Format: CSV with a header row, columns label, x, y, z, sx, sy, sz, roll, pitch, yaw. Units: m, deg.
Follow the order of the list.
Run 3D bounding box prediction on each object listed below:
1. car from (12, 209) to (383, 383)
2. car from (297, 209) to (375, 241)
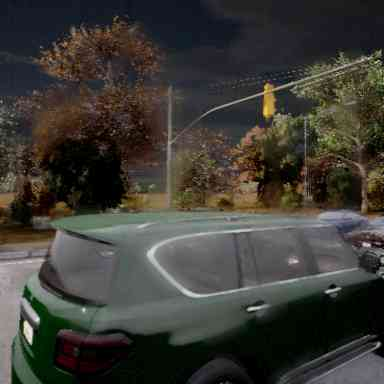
label,x,y,z,sx,sy,sz,roll,pitch,yaw
car,0.814,1.256,4.335,5.566,2.045,2.150,1,0,-36
car,8.015,1.712,18.329,4.674,1.442,1.812,1,0,-36
